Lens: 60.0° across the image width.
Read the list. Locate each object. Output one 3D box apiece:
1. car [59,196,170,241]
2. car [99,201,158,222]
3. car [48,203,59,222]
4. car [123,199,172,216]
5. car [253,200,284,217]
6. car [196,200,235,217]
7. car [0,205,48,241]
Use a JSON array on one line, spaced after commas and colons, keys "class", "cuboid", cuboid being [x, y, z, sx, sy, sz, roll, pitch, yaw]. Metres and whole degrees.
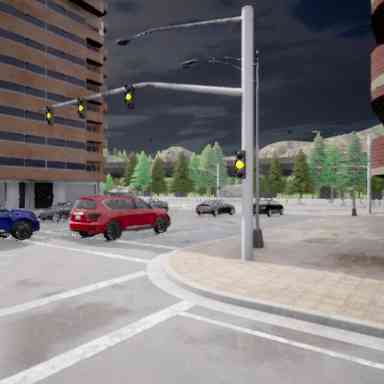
[{"class": "car", "cuboid": [-3.479, 1.219, 16.920, 2.150, 2.045, 5.566, 0, 0, 36]}, {"class": "car", "cuboid": [-5.048, 1.523, 27.030, 1.812, 1.442, 4.674, 0, 0, 36]}, {"class": "car", "cuboid": [-9.907, 1.502, 26.288, 1.837, 1.490, 4.892, 0, 0, 36]}, {"class": "car", "cuboid": [-4.426, 1.489, 33.830, 2.128, 1.511, 4.902, 0, 0, 36]}, {"class": "car", "cuboid": [7.158, 1.476, 31.701, 1.882, 1.535, 5.008, 0, 0, 36]}, {"class": "car", "cuboid": [2.277, 1.489, 30.899, 2.128, 1.511, 4.902, 0, 0, 36]}, {"class": "car", "cuboid": [-9.587, 1.219, 14.430, 2.150, 2.045, 5.566, 0, 0, 36]}]
